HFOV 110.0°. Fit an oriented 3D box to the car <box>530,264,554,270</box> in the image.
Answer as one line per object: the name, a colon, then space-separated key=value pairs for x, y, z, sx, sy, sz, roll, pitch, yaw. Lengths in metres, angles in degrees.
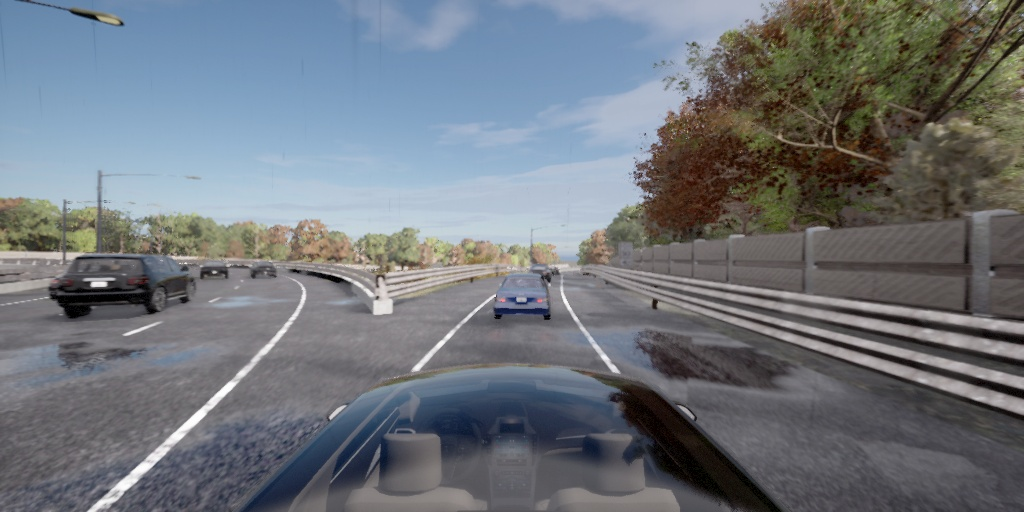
car: x=2.186 y=1.356 z=28.561 sx=1.812 sy=1.442 sz=4.674 roll=0 pitch=0 yaw=8

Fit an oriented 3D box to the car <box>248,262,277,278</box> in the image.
car: x=-23.600 y=1.265 z=33.987 sx=1.837 sy=1.490 sz=4.892 roll=1 pitch=0 yaw=-39

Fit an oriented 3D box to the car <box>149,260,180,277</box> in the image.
car: x=-34.416 y=1.223 z=35.581 sx=2.128 sy=1.511 sz=4.902 roll=0 pitch=0 yaw=-44

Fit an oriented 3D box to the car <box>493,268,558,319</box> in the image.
car: x=0.438 y=1.327 z=12.934 sx=2.033 sy=1.411 sz=5.357 roll=0 pitch=0 yaw=4

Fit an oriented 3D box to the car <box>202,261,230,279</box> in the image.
car: x=-26.571 y=1.224 z=32.096 sx=1.882 sy=1.535 sz=5.008 roll=0 pitch=0 yaw=-39

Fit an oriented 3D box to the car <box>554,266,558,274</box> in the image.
car: x=4.152 y=1.706 z=42.446 sx=1.895 sy=1.301 sz=4.718 roll=0 pitch=-2 yaw=8

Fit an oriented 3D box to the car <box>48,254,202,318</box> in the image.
car: x=-13.794 y=0.959 z=13.261 sx=2.150 sy=2.045 sz=5.566 roll=0 pitch=0 yaw=-28
